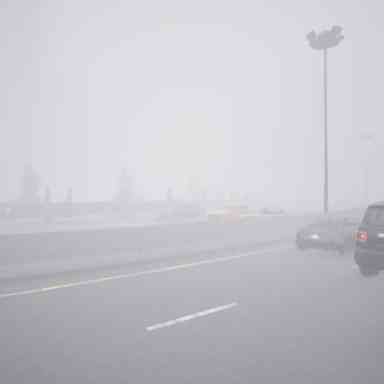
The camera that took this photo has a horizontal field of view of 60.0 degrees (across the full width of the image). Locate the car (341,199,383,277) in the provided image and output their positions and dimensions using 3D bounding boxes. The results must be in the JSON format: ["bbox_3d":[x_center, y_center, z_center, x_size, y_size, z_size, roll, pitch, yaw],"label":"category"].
[{"bbox_3d":[6.600,1.264,9.389,5.566,2.045,2.150,0,0,-42],"label":"car"}]

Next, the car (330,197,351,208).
[{"bbox_3d":[25.918,1.949,58.375,2.128,1.511,4.902,0,-1,19],"label":"car"}]

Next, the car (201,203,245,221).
[{"bbox_3d":[3.202,1.632,25.966,1.882,1.535,5.008,0,0,42],"label":"car"}]

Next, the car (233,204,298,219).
[{"bbox_3d":[5.128,1.732,22.857,1.895,1.301,4.718,0,-1,43],"label":"car"}]

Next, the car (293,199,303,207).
[{"bbox_3d":[19.876,2.018,62.485,2.128,1.511,4.902,0,-1,17],"label":"car"}]

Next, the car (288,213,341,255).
[{"bbox_3d":[6.008,1.632,13.653,4.181,1.385,1.994,0,0,-43],"label":"car"}]

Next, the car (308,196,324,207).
[{"bbox_3d":[23.492,1.999,62.335,2.128,1.511,4.902,0,-1,16],"label":"car"}]

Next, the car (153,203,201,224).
[{"bbox_3d":[-0.930,1.665,26.677,1.837,1.490,4.892,0,0,44],"label":"car"}]
